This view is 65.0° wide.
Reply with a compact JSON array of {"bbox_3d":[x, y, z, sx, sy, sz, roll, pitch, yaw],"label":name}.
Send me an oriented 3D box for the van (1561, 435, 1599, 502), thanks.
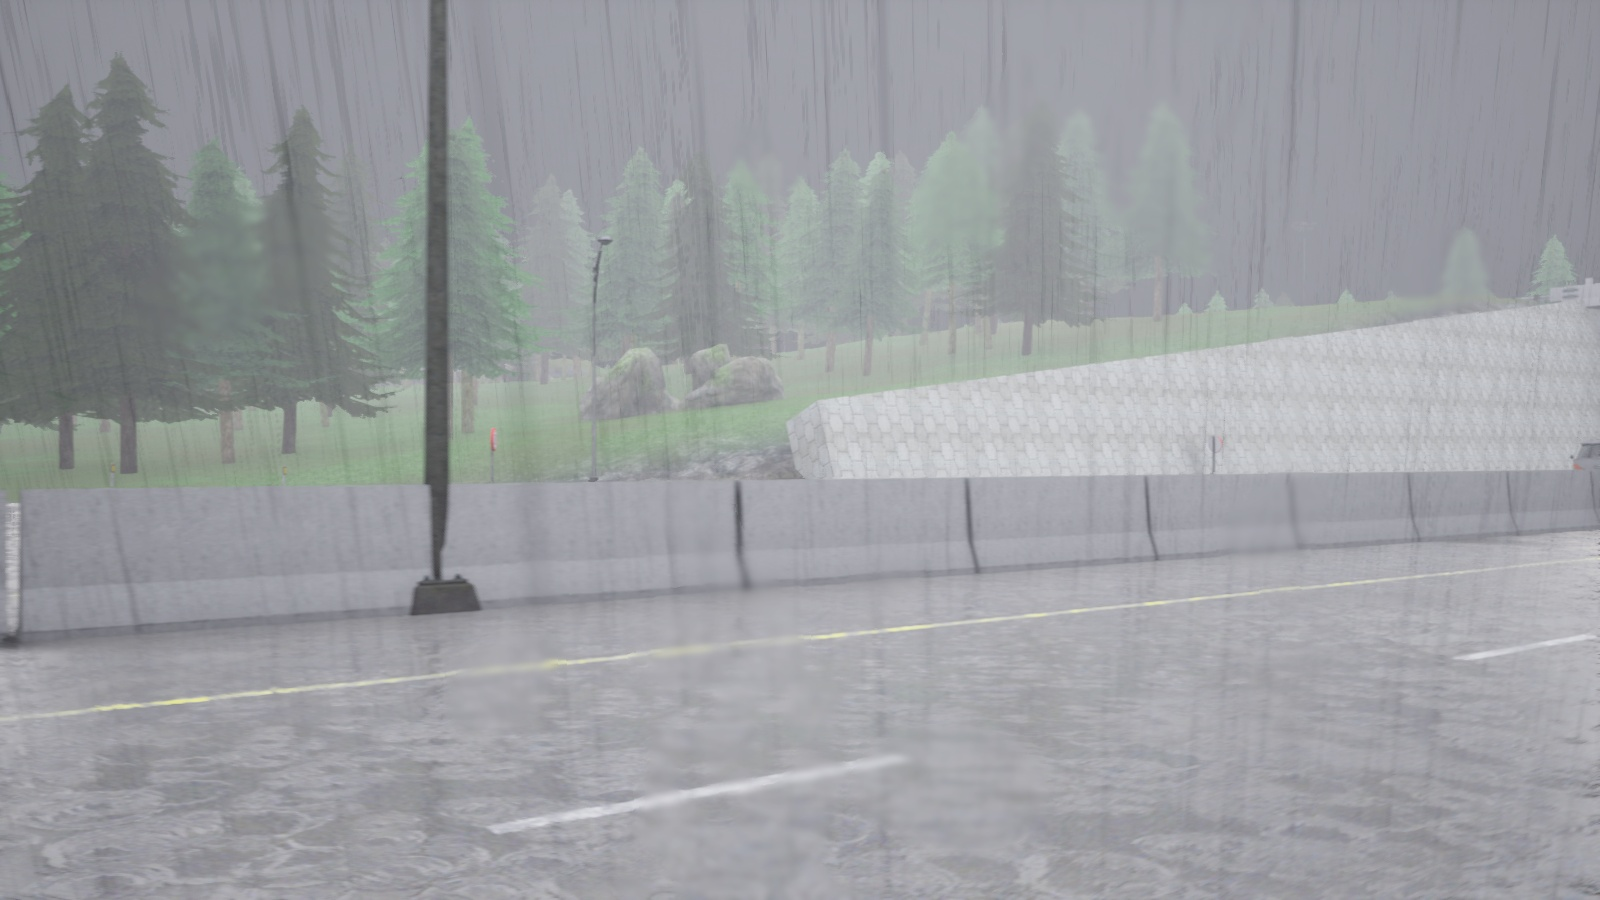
[{"bbox_3d":[25.182,0.537,38.244,4.442,1.987,1.775,0,0,-35],"label":"van"}]
